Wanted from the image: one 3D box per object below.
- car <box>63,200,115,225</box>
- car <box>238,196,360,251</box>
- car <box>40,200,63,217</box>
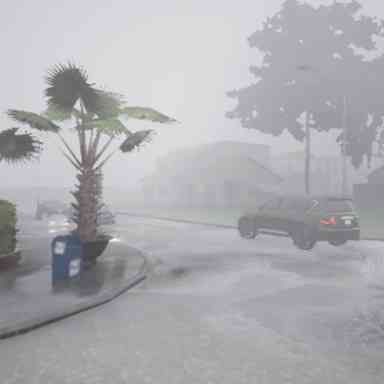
[{"bbox_3d":[-6.921,1.327,22.653,2.097,1.767,4.553,0,0,-35],"label":"car"},{"bbox_3d":[4.308,1.181,14.345,2.150,2.045,5.566,1,0,-30],"label":"car"},{"bbox_3d":[-12.901,1.467,31.089,2.128,1.511,4.902,0,0,-35],"label":"car"}]
